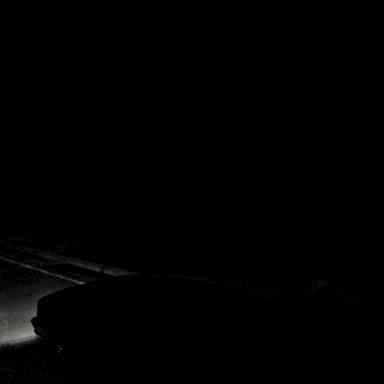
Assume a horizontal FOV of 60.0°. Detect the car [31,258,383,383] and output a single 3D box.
[{"bbox_3d":[0.295,1.553,3.875,5.357,1.411,2.033,0,0,37],"label":"car"}]
